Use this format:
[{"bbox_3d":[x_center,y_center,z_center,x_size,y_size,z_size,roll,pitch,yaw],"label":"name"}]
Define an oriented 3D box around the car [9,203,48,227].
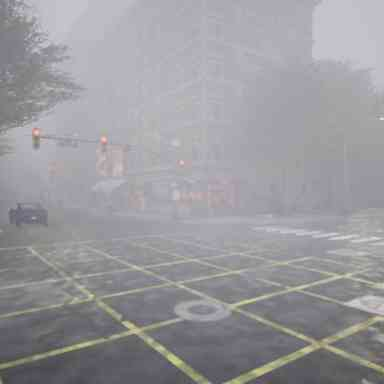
[{"bbox_3d":[-11.408,1.476,23.076,1.882,1.535,5.008,0,0,-35],"label":"car"}]
